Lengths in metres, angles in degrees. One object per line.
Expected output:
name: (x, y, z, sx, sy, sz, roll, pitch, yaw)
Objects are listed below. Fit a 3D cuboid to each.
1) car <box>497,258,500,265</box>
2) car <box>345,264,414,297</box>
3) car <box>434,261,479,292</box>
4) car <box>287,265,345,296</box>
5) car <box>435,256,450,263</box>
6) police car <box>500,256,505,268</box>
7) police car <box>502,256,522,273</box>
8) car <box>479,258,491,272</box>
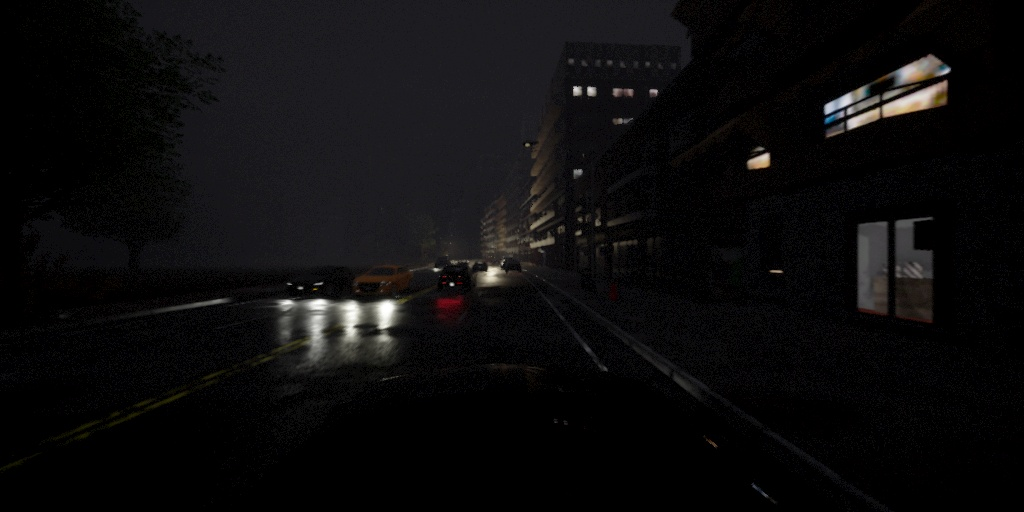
car: (-0.864, 1.001, 60.548, 2.150, 2.045, 5.566, 0, 0, -4)
car: (-6.675, 1.230, 19.079, 1.882, 1.535, 5.008, 0, 0, -1)
car: (-3.260, 1.260, 21.645, 1.837, 1.490, 4.892, 0, 0, -1)
car: (-9.925, 1.256, 19.201, 1.837, 1.490, 4.892, 0, 0, -1)
car: (-11.629, 0.995, 60.351, 2.150, 2.045, 5.566, 0, 0, -4)
police car: (-0.451, 1.197, 54.588, 1.930, 1.638, 5.238, 0, 0, -4)
police car: (0.130, 1.191, 44.518, 1.930, 1.638, 5.238, 0, 0, -3)
car: (-4.145, 1.331, 46.978, 1.994, 1.385, 4.181, 0, 0, -3)
